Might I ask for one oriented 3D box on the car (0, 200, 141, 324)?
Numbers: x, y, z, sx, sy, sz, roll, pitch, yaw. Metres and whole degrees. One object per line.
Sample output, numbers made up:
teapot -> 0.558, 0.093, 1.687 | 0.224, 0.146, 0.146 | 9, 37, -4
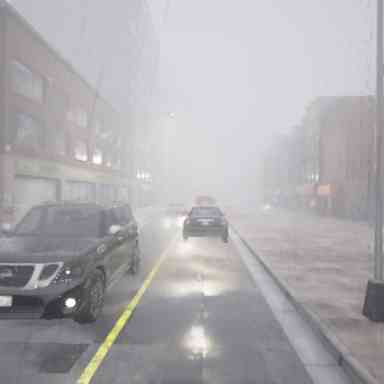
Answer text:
car -> -2.621, 1.220, 7.531 | 2.150, 2.045, 5.566 | 1, 0, 2

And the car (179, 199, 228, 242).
car -> 0.687, 1.420, 16.970 | 2.097, 1.767, 4.553 | 1, 0, 2

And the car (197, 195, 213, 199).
car -> 1.457, 1.374, 37.281 | 2.150, 2.045, 5.566 | 1, 0, 2

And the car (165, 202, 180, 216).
car -> -1.559, 1.707, 33.885 | 1.895, 1.301, 4.718 | 1, 0, 3
